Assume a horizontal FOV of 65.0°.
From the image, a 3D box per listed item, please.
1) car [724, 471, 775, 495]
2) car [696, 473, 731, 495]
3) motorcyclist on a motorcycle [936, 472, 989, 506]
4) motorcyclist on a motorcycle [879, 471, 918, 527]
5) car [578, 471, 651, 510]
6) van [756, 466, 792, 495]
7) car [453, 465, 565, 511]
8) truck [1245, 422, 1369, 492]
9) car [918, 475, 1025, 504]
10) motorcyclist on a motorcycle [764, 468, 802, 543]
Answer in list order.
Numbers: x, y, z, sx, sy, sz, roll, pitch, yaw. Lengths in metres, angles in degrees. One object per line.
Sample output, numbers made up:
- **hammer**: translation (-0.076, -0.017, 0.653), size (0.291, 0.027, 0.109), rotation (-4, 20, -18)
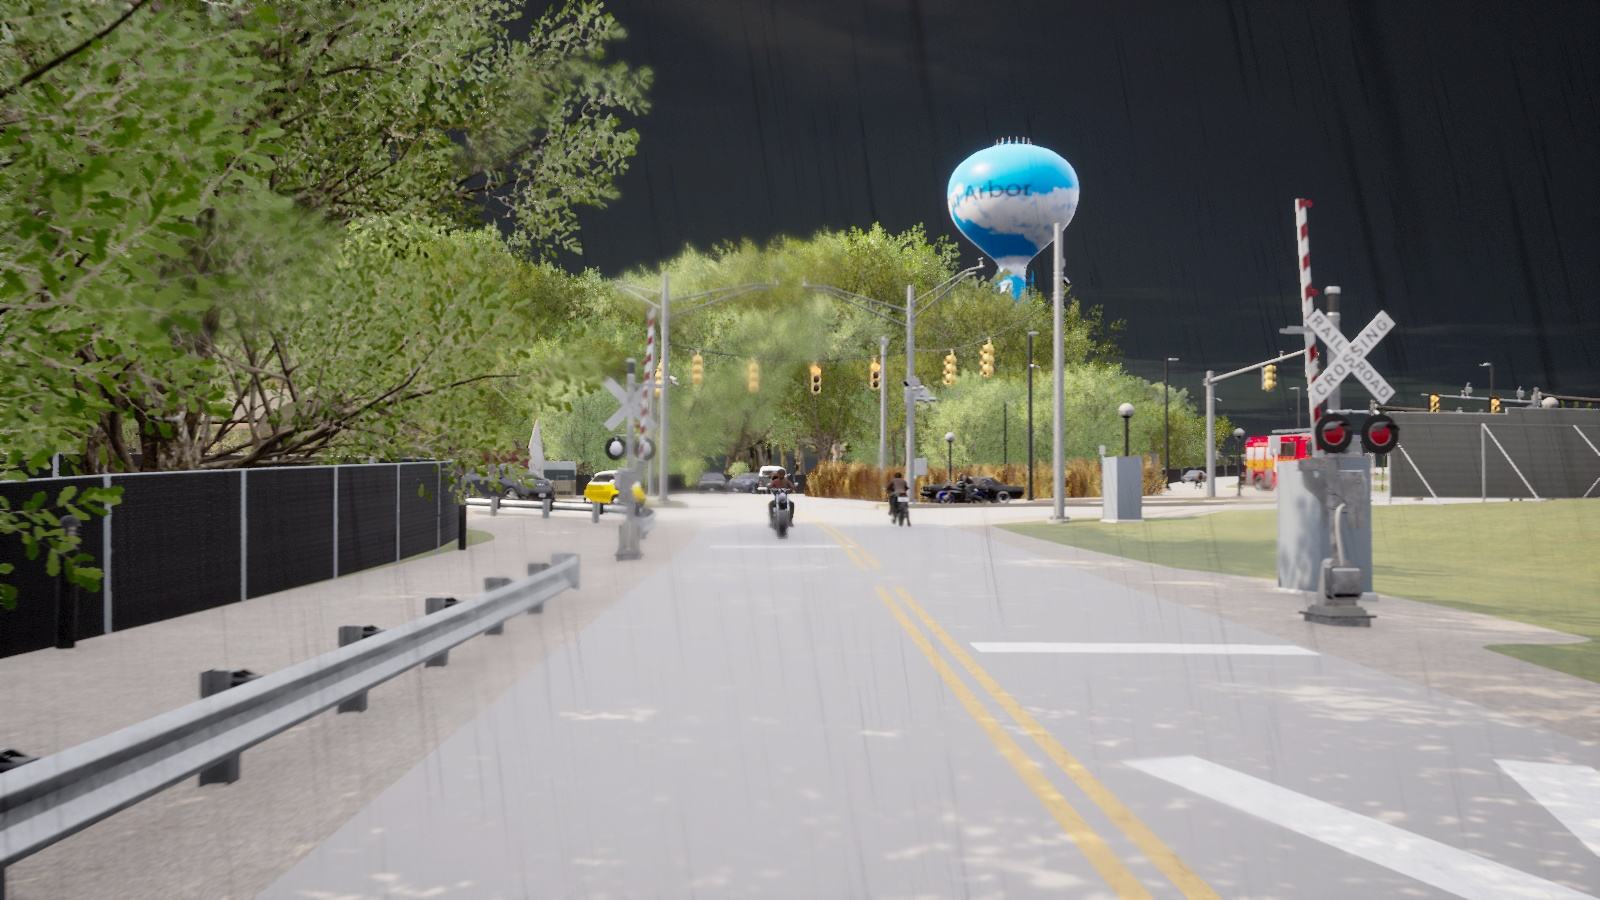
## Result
- **car**: translation (-3.888, 2.573, 96.835), size (2.097, 1.767, 4.553), rotation (-1, -2, 25)
- **car**: translation (-5.679, 2.285, 82.789), size (2.033, 1.411, 5.357), rotation (0, -2, -1)
- **motorcyclist on a motorcycle**: translation (7.251, 1.736, 56.007), size (2.191, 1.530, 0.866), rotation (0, -1, -7)
- **motorcyclist on a motorcycle**: translation (2.756, 1.364, 35.318), size (0.797, 1.523, 2.044), rotation (1, -1, -3)
- **car**: translation (-6.825, 1.494, 46.182), size (2.207, 1.376, 1.481), rotation (-2, -3, 32)
- **van**: translation (-1.881, 2.257, 91.071), size (2.069, 2.038, 4.480), rotation (0, -2, 6)
- **car**: translation (-9.979, 1.317, 43.018), size (3.633, 1.501, 1.845), rotation (-1, -3, 39)
- **truck**: translation (29.248, 0.438, 72.921), size (2.891, 3.827, 8.468), rotation (0, -1, -8)
- **car**: translation (8.136, 1.864, 59.634), size (4.718, 1.301, 1.895), rotation (0, -1, -6)
- **motorcyclist on a motorcycle**: translation (-0.412, 1.244, 29.036), size (0.766, 1.649, 2.350), rotation (0, -1, -3)
